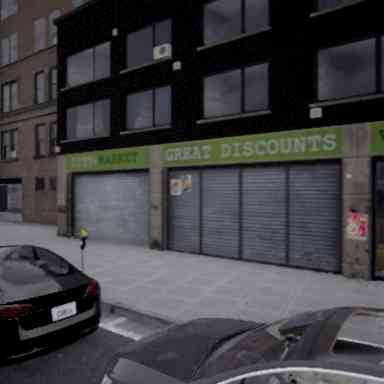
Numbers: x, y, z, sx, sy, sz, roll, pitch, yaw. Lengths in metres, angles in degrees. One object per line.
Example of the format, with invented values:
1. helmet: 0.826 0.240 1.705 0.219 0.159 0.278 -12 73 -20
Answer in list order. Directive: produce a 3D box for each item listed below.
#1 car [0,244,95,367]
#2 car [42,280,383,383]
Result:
1. car: -3.319 1.544 5.442 4.313 1.339 1.947 0 0 35
2. car: 1.182 1.548 2.240 4.403 1.369 2.008 0 0 35
